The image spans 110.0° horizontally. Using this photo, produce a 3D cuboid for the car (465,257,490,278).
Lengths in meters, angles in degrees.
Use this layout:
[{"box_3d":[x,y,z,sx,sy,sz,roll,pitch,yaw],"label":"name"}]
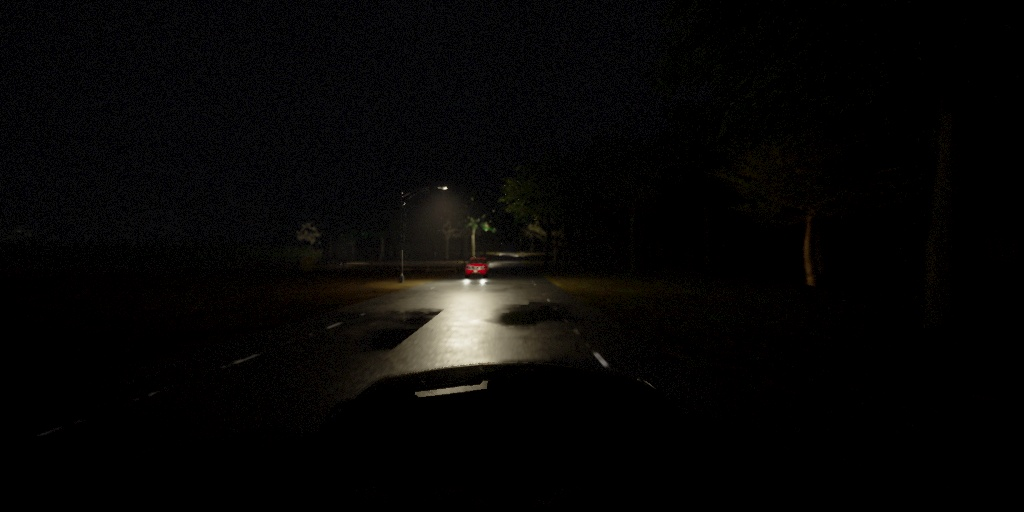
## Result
[{"box_3d":[-3.532,1.154,37.436,2.150,2.045,5.566,0,0,0],"label":"car"}]
